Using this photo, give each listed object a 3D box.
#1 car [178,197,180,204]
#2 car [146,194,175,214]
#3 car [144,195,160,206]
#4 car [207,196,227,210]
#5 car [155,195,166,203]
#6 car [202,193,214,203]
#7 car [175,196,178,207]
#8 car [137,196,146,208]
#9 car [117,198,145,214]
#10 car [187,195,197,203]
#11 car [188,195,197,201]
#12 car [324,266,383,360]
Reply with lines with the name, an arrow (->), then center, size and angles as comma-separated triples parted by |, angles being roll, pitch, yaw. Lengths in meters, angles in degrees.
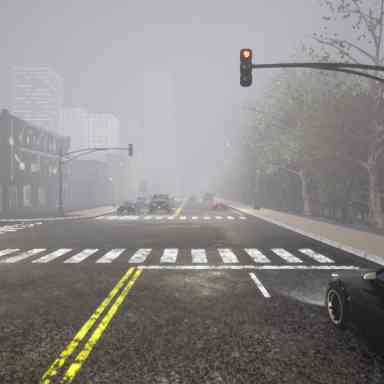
car -> -3.292, 1.455, 61.125 | 1.882, 1.535, 5.008 | 0, 0, 0
car -> -3.324, 1.210, 36.290 | 2.150, 2.045, 5.566 | 0, 0, 0
car -> -6.562, 1.333, 54.569 | 2.097, 1.767, 4.553 | 0, 0, 0
car -> 3.369, 1.587, 42.601 | 1.895, 1.301, 4.718 | 0, 0, 0
car -> -6.470, 1.451, 69.213 | 1.882, 1.535, 5.008 | 0, 0, 0
car -> 3.283, 1.199, 67.414 | 2.150, 2.045, 5.566 | 0, 0, 0
car -> -3.314, 1.510, 47.229 | 1.812, 1.442, 4.674 | 0, 0, 0
car -> -6.571, 1.337, 44.249 | 2.097, 1.767, 4.553 | 0, 0, 0
car -> -6.592, 1.590, 35.338 | 1.895, 1.301, 4.718 | 0, 0, 1
car -> 0.026, 1.467, 66.482 | 2.128, 1.511, 4.902 | 0, 0, 0
car -> 0.031, 1.342, 76.901 | 2.033, 1.411, 5.357 | 0, 0, 0
car -> 3.350, 1.563, 4.279 | 1.994, 1.385, 4.181 | 0, 0, 0
